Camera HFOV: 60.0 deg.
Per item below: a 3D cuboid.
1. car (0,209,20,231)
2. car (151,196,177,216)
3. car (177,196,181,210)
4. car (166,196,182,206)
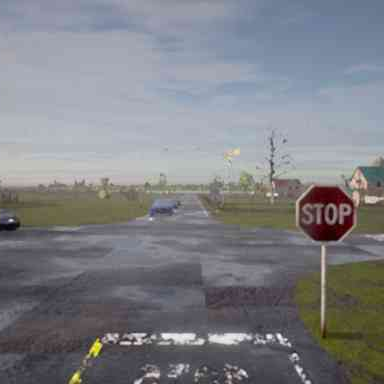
[{"bbox_3d":[-11.064,1.363,16.907,4.181,1.385,1.994,1,1,8],"label":"car"},{"bbox_3d":[-2.773,1.397,31.855,1.882,1.535,5.008,0,0,0],"label":"car"},{"bbox_3d":[-2.767,1.459,41.789,1.994,1.385,4.181,0,0,0],"label":"car"},{"bbox_3d":[-2.743,1.360,52.227,2.128,1.511,4.902,0,0,1],"label":"car"}]
